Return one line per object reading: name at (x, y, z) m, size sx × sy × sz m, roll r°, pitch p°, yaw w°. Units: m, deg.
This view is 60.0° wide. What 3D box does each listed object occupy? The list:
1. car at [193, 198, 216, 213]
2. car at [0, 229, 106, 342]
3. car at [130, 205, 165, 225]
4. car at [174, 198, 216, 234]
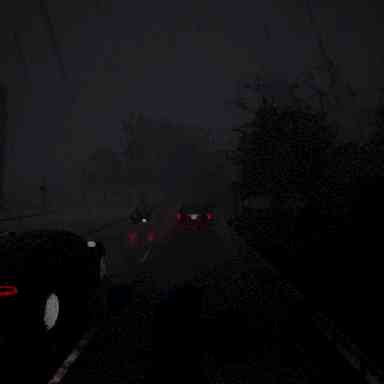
car at (1.444, 1.446, 36.542) m, size 1.837 × 1.490 × 4.892 m, roll -1°, pitch 0°, yaw 9°
car at (-3.149, 1.471, 6.666) m, size 1.882 × 1.535 × 5.008 m, roll 0°, pitch 0°, yaw 0°
car at (-3.088, 1.580, 24.122) m, size 1.895 × 1.301 × 4.718 m, roll 0°, pitch 0°, yaw 1°
car at (0.111, 1.335, 19.312) m, size 2.097 × 1.767 × 4.553 m, roll 0°, pitch 0°, yaw 0°
